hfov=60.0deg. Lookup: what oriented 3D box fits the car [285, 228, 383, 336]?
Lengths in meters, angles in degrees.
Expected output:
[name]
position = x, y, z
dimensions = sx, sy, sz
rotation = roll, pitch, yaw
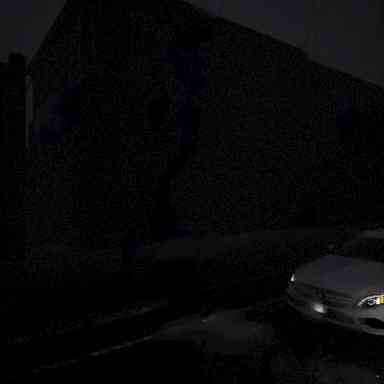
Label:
[car]
position = 3.826, 1.477, 6.415
dimensions = 4.674, 1.442, 1.812
rotation = -1, 0, -35
